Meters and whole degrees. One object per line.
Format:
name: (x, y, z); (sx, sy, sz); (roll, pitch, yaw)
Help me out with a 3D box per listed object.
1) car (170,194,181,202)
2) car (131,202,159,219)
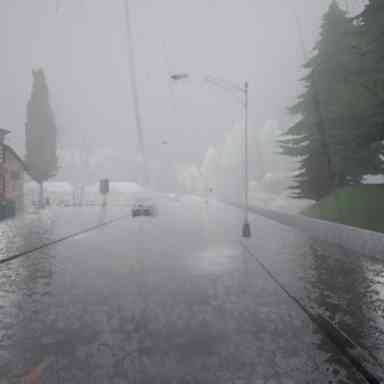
car: (-3.985, 1.555, 75.321); (1.895, 1.301, 4.718); (0, 0, 0)
car: (-4.074, 1.585, 29.424); (1.895, 1.301, 4.718); (0, 0, 0)
